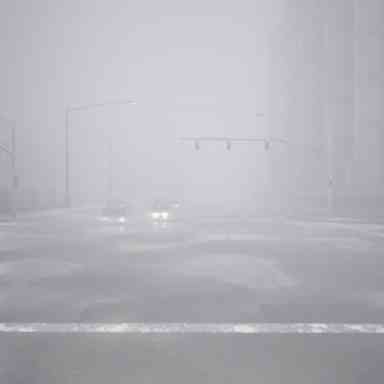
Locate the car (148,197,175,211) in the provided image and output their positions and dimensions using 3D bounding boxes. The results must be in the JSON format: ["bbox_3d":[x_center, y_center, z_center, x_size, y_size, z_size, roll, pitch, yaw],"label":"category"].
[{"bbox_3d":[-3.671,1.514,40.325,2.128,1.511,4.902,0,0,1],"label":"car"}]

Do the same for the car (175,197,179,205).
[{"bbox_3d":[-3.353,1.597,58.723,1.994,1.385,4.181,0,0,1],"label":"car"}]

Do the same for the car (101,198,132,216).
[{"bbox_3d":[-7.183,1.367,32.041,2.097,1.767,4.553,0,0,1],"label":"car"}]

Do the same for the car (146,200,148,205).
[{"bbox_3d":[-6.840,1.580,58.646,2.033,1.411,5.357,0,0,1],"label":"car"}]
